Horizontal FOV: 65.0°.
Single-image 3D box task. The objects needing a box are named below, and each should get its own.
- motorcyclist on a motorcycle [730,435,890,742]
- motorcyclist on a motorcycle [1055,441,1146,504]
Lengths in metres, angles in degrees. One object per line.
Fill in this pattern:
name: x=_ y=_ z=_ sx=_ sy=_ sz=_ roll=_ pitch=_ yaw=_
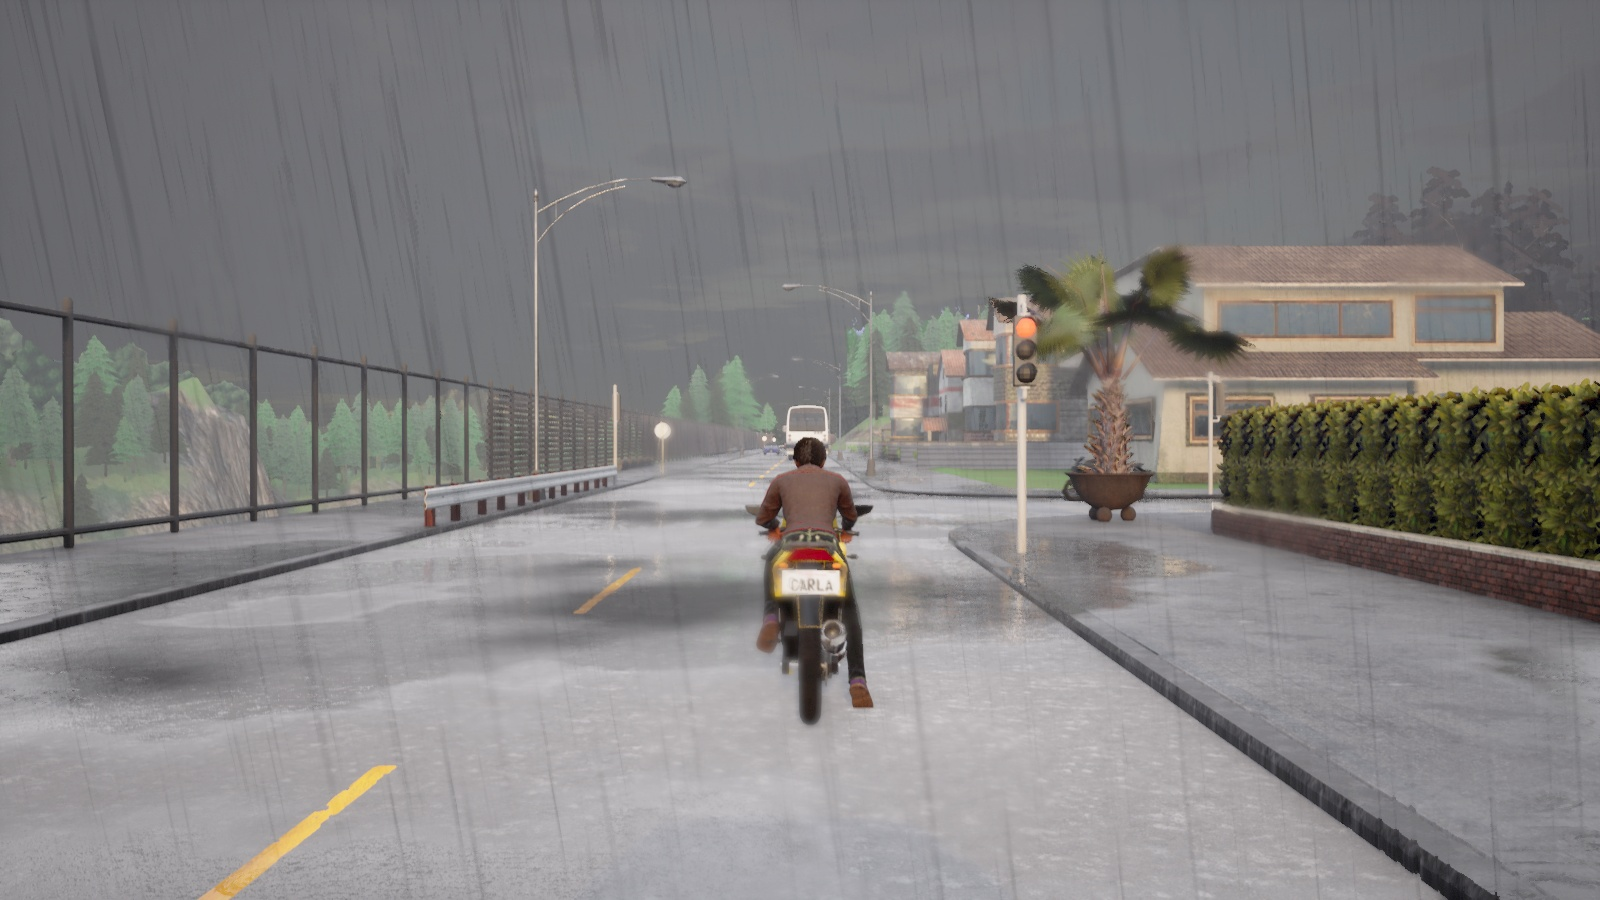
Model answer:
motorcyclist on a motorcycle: x=0.056 y=0.683 z=7.269 sx=0.797 sy=1.523 sz=2.044 roll=0 pitch=0 yaw=0
motorcyclist on a motorcycle: x=7.338 y=0.541 z=30.709 sx=2.044 sy=1.523 sz=0.797 roll=0 pitch=0 yaw=1
